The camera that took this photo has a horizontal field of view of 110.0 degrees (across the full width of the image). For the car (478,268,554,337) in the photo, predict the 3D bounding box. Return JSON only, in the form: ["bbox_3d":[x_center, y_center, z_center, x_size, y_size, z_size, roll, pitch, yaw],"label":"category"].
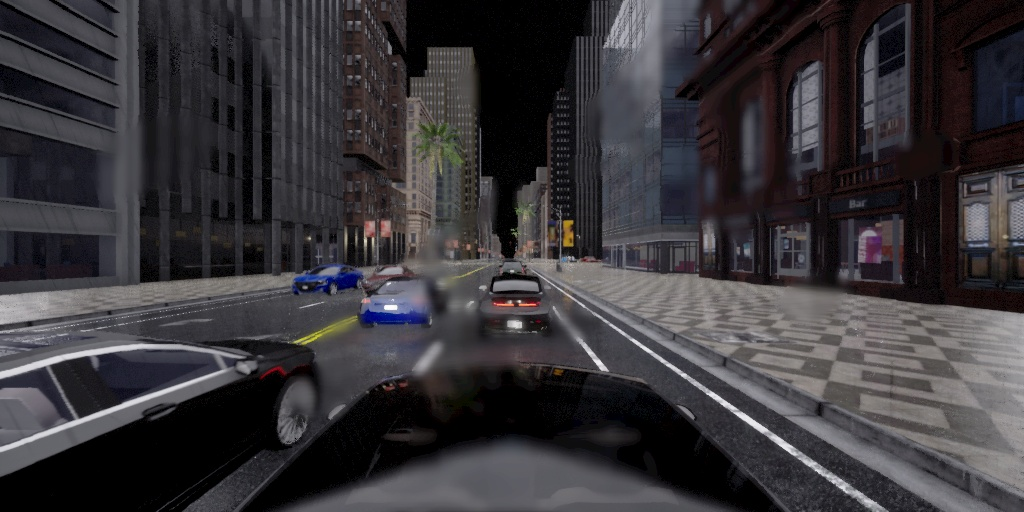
[{"bbox_3d":[0.091,1.255,10.223,1.837,1.490,4.892,0,0,0],"label":"car"}]

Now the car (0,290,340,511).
[{"bbox_3d":[-3.149,1.242,2.272,2.128,1.511,4.902,0,0,0],"label":"car"}]

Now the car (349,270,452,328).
[{"bbox_3d":[-3.160,1.313,11.348,1.994,1.385,4.181,0,0,0],"label":"car"}]

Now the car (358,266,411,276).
[{"bbox_3d":[-6.621,1.275,20.100,1.812,1.442,4.674,0,0,0],"label":"car"}]

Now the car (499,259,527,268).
[{"bbox_3d":[0.058,1.102,27.674,2.097,1.767,4.553,0,0,1],"label":"car"}]

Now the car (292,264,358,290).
[{"bbox_3d":[-9.872,1.227,19.599,1.882,1.535,5.008,0,0,0],"label":"car"}]
